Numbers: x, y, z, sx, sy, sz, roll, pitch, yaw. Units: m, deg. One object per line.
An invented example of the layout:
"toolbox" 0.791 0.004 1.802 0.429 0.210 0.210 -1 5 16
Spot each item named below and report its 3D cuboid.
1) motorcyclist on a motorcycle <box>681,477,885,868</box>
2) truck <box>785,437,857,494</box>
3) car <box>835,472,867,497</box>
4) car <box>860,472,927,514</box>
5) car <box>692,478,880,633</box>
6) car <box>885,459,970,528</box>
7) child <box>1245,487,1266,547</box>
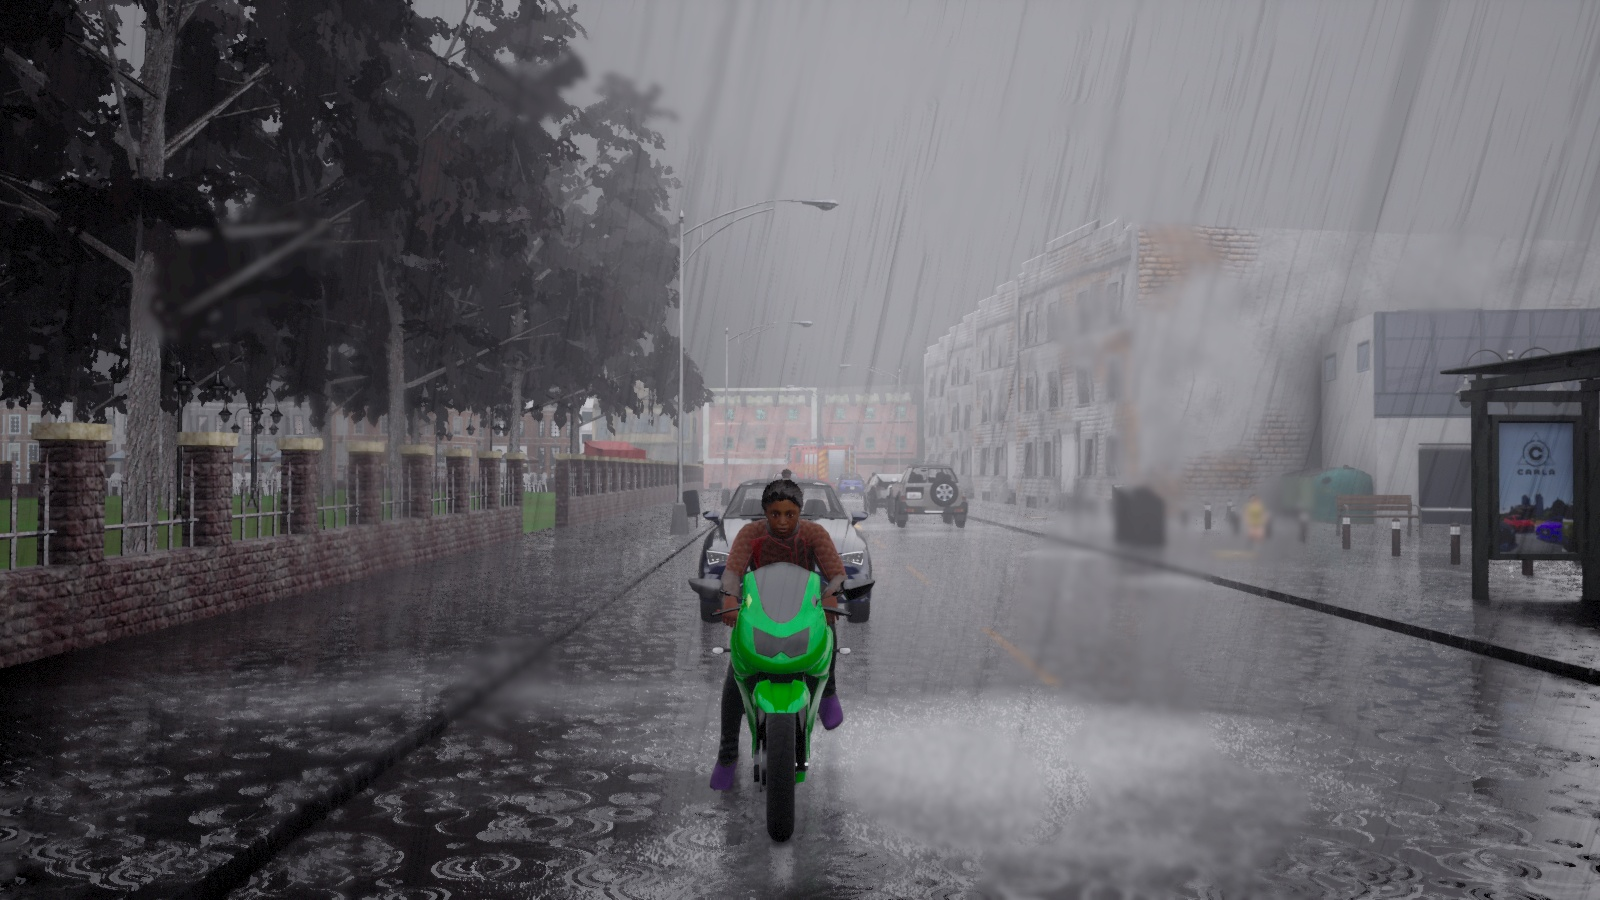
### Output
"motorcyclist on a motorcycle" -0.078 0.897 5.979 0.797 1.523 2.044 0 -1 -1
"truck" 1.399 1.139 89.500 2.891 3.827 8.468 0 -1 -15
"car" 3.163 2.128 78.369 1.816 1.474 4.193 0 -1 -1
"car" 3.501 1.604 47.986 2.163 1.488 4.792 0 -1 -1
"car" -0.158 1.068 14.272 1.816 1.474 4.193 0 -1 -1
"car" 3.625 1.227 36.407 1.932 1.855 4.605 0 -1 -1
"child" 8.631 1.269 23.806 0.255 1.110 0.394 0 -1 2
